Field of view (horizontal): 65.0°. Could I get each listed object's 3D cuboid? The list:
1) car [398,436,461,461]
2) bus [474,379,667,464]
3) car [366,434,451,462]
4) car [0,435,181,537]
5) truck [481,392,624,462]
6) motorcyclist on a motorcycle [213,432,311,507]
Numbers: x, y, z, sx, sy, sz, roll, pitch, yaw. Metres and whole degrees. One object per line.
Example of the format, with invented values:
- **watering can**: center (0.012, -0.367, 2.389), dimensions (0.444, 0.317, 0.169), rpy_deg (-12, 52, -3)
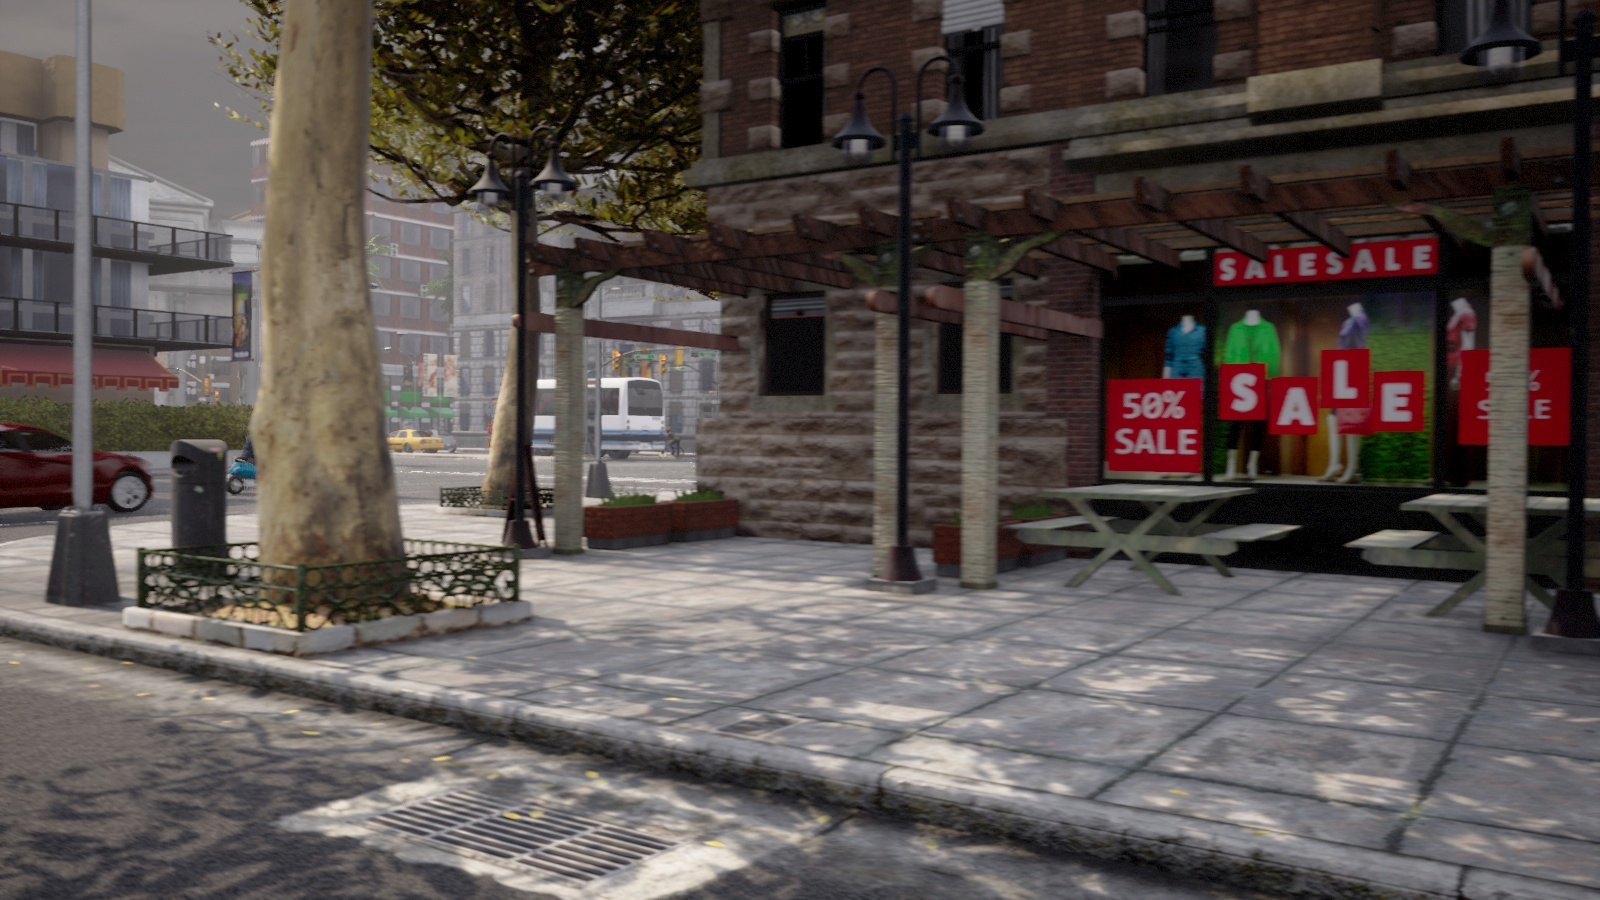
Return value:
- **car**: center (-23.242, -0.118, 78.710), dimensions (3.633, 1.501, 1.845), rpy_deg (0, 1, 34)
- **bus**: center (-12.372, -1.451, 67.233), dimensions (10.273, 4.253, 3.944), rpy_deg (0, 1, 34)
- **car**: center (-23.275, -0.136, 74.525), dimensions (5.366, 1.575, 1.801), rpy_deg (0, 1, 34)
- **car**: center (-12.721, 0.548, 20.270), dimensions (1.882, 1.535, 5.008), rpy_deg (-1, 1, 19)
- **truck**: center (-14.414, -1.296, 72.804), dimensions (8.468, 3.827, 2.891), rpy_deg (0, 1, 34)
- **motorcyclist on a motorcycle**: center (-12.019, 0.410, 28.088), dimensions (0.866, 1.590, 1.817), rpy_deg (0, 1, 33)
